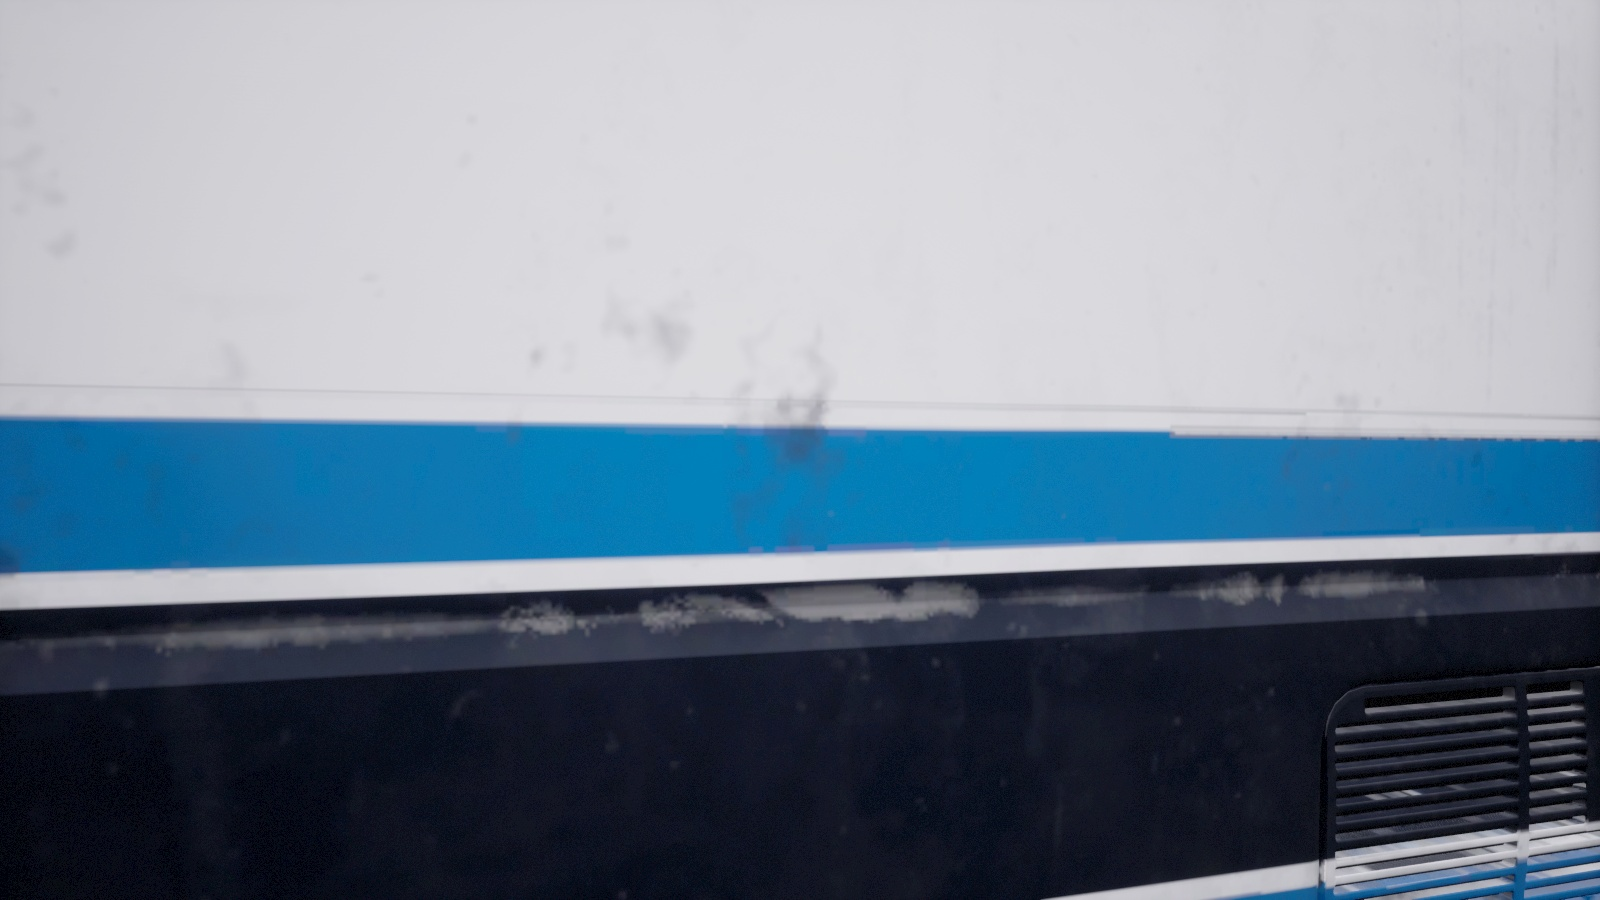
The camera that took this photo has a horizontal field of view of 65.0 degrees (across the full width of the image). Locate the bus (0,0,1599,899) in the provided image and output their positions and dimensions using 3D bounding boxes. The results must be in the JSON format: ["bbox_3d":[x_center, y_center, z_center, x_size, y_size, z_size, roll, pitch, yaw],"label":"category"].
[{"bbox_3d":[0.063,-0.632,3.246,10.273,4.253,3.944,-1,1,-21],"label":"bus"}]
